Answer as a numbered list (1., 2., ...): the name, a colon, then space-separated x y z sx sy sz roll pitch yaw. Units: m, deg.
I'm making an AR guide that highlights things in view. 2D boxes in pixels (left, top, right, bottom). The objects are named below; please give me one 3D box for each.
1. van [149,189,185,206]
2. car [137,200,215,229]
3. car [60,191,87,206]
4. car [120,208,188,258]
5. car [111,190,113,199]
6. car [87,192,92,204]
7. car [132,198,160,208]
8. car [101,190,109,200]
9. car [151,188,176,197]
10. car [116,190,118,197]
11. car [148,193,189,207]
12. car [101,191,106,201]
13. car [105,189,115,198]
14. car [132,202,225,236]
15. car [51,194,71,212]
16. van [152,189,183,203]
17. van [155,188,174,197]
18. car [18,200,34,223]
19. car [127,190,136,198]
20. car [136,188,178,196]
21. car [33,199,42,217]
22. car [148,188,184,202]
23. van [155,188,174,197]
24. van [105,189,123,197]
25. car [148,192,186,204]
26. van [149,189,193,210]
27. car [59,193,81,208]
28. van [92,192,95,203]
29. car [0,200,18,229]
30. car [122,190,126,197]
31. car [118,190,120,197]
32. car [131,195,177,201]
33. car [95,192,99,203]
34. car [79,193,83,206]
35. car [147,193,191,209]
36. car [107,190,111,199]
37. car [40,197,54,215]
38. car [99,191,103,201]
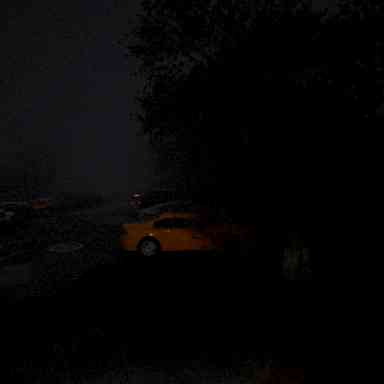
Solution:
1. van: -3.275 0.639 43.062 4.442 1.987 1.878 -2 1 -6
2. car: -1.013 1.380 21.052 4.674 1.452 2.002 -2 1 -6
3. car: -16.155 1.087 41.893 4.553 1.767 2.185 -2 1 -6
4. car: -0.221 1.531 12.904 5.008 1.535 2.097 -2 1 -6
5. car: -18.343 0.888 63.991 4.892 1.521 2.231 -2 1 -6
6. car: -16.422 1.199 44.655 4.792 1.488 2.163 -2 1 -6
7. car: -0.457 1.340 15.662 4.553 1.767 2.185 -2 1 -6
8. car: -17.983 0.970 58.448 5.366 1.575 1.946 -2 1 -6
9. car: -6.433 0.120 76.291 5.566 2.045 2.435 -2 1 -6
10. car: -19.178 0.640 72.275 4.553 1.767 2.185 -2 1 -6
11. car: -2.865 0.937 40.341 4.792 1.488 2.163 -2 1 -6
12. car: -17.557 1.039 55.701 4.792 1.488 2.163 -2 1 -6
13. car: -18.790 0.848 66.737 5.366 1.575 1.946 -2 1 -6
14. car: -0.771 1.435 18.293 4.792 1.488 2.163 -2 1 -6
15. car: -15.572 1.371 33.714 5.366 1.575 1.946 -2 1 -6
16. van: -3.590 0.549 48.613 4.442 1.987 1.878 -2 1 -6
17. van: -6.814 0.063 81.695 4.442 1.987 1.878 -2 1 -6
18. car: -14.112 1.621 22.581 5.366 1.575 1.946 -2 1 -6
19. car: -9.574 0.778 57.986 2.128 1.511 4.902 -2 1 -6
20. car: -1.797 0.894 29.315 5.566 2.045 2.435 -2 1 -6
21. car: -14.560 1.565 25.326 4.892 1.521 2.231 -2 1 -6
22. car: -4.272 0.446 54.111 5.566 2.045 2.435 -2 1 -6
23. van: -6.557 0.101 79.063 4.442 1.987 1.878 -2 1 -6
24. van: -20.878 0.373 88.827 4.442 1.987 1.878 -2 0 -6
25. car: -3.427 0.818 45.849 5.008 1.535 2.097 -2 1 -6
26. van: -2.259 0.788 34.960 4.442 1.987 1.878 -2 1 -6
27. car: -15.460 1.305 36.390 5.366 1.575 1.946 -2 1 -6
28. van: -16.611 0.901 47.422 4.442 1.987 1.878 -2 1 -6
29. car: -14.004 1.441 19.797 5.566 2.045 2.435 -2 1 -6
30. car: -20.199 0.350 83.330 5.566 2.045 2.435 -2 1 -6
31. car: -19.419 0.724 75.043 5.008 1.535 2.097 -2 1 -6
32. car: -1.465 1.278 23.789 5.366 1.575 1.946 -2 1 -6
33. car: -17.019 1.120 50.175 4.792 1.488 2.163 -2 1 -6
34. car: -15.919 1.262 39.125 4.892 1.521 2.231 -2 1 -6
35. car: -2.609 0.987 37.715 4.792 1.488 2.163 -2 1 -6
36. car: -18.061 0.928 61.230 4.892 1.521 2.231 -2 1 -6
37. car: -15.021 1.501 28.069 5.366 1.575 1.946 -2 2 -6
38. car: -17.288 1.079 52.938 4.792 1.488 2.163 -2 1 -6
